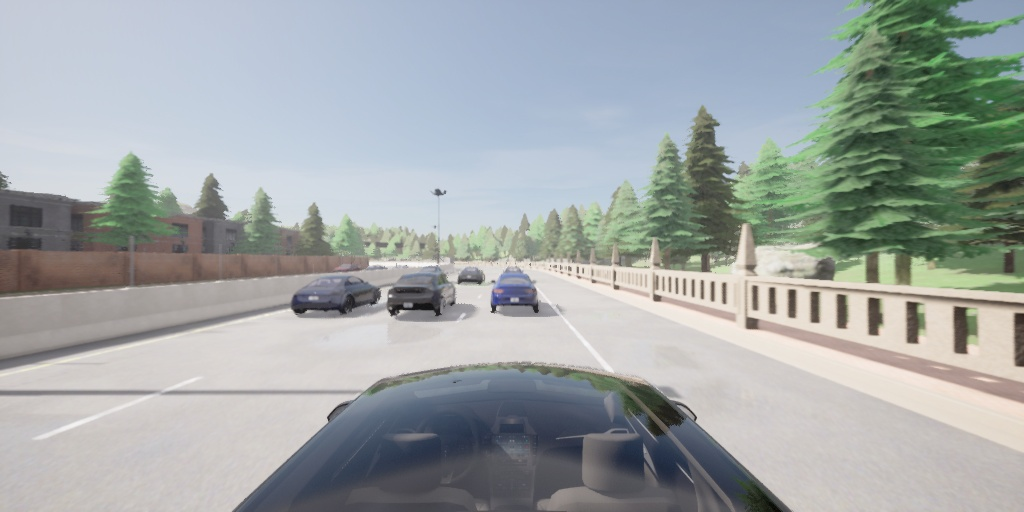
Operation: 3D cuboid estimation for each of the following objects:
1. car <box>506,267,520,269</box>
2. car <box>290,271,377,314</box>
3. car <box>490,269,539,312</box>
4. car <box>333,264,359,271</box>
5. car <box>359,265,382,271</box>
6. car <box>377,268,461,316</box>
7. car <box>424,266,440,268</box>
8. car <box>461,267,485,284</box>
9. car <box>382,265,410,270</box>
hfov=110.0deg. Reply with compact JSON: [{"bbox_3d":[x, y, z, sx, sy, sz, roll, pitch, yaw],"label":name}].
[{"bbox_3d":[0.108,1.637,30.704,1.994,1.385,4.181,0,-1,0],"label":"car"},{"bbox_3d":[-6.897,1.456,14.477,1.994,1.385,4.181,0,-1,0],"label":"car"},{"bbox_3d":[0.089,1.424,15.032,1.812,1.442,4.674,0,-1,0],"label":"car"},{"bbox_3d":[-21.064,1.721,46.084,1.882,1.535,5.008,0,-1,0],"label":"car"},{"bbox_3d":[-17.565,1.810,46.317,1.994,1.385,4.181,0,-1,0],"label":"car"},{"bbox_3d":[-3.396,1.393,14.158,1.837,1.490,4.892,0,-1,0],"label":"car"},{"bbox_3d":[-6.906,1.601,30.949,1.812,1.442,4.674,0,-1,0],"label":"car"},{"bbox_3d":[-3.393,1.633,30.413,1.994,1.385,4.181,0,-1,0],"label":"car"},{"bbox_3d":[-14.064,1.781,45.190,2.033,1.411,5.357,0,-1,0],"label":"car"}]
